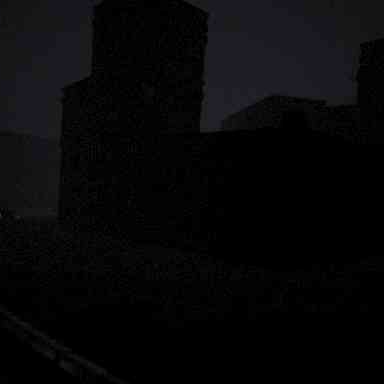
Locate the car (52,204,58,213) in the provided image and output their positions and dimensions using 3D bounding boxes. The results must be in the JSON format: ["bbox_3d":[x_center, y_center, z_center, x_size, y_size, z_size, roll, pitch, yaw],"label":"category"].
[{"bbox_3d":[-19.239,2.421,50.859,1.882,1.535,5.008,5,-1,15],"label":"car"}]

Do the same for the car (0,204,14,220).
[{"bbox_3d":[-18.990,1.870,32.457,1.837,1.490,4.892,4,-2,-8],"label":"car"}]
